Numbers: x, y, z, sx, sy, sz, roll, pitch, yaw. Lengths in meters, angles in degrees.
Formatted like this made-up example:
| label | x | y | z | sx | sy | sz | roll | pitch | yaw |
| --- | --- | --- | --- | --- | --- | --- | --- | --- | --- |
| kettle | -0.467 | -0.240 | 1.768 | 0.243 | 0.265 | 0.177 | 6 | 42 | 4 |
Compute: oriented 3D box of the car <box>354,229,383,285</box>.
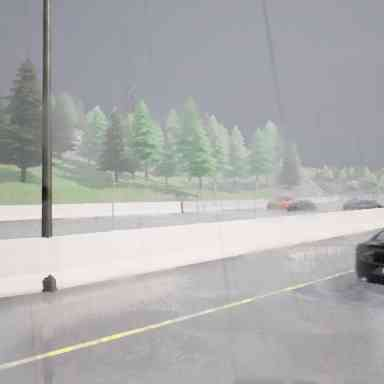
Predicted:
| label | x | y | z | sx | sy | sz | roll | pitch | yaw |
| --- | --- | --- | --- | --- | --- | --- | --- | --- | --- |
| car | 6.041 | 1.477 | 8.413 | 5.008 | 1.535 | 1.882 | 0 | 0 | -38 |

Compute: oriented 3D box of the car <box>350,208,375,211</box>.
| label | x | y | z | sx | sy | sz | roll | pitch | yaw |
| --- | --- | --- | --- | --- | --- | --- | --- | --- | --- |
| car | 16.747 | 1.506 | 32.081 | 4.892 | 1.490 | 1.837 | 1 | 0 | -45 |
